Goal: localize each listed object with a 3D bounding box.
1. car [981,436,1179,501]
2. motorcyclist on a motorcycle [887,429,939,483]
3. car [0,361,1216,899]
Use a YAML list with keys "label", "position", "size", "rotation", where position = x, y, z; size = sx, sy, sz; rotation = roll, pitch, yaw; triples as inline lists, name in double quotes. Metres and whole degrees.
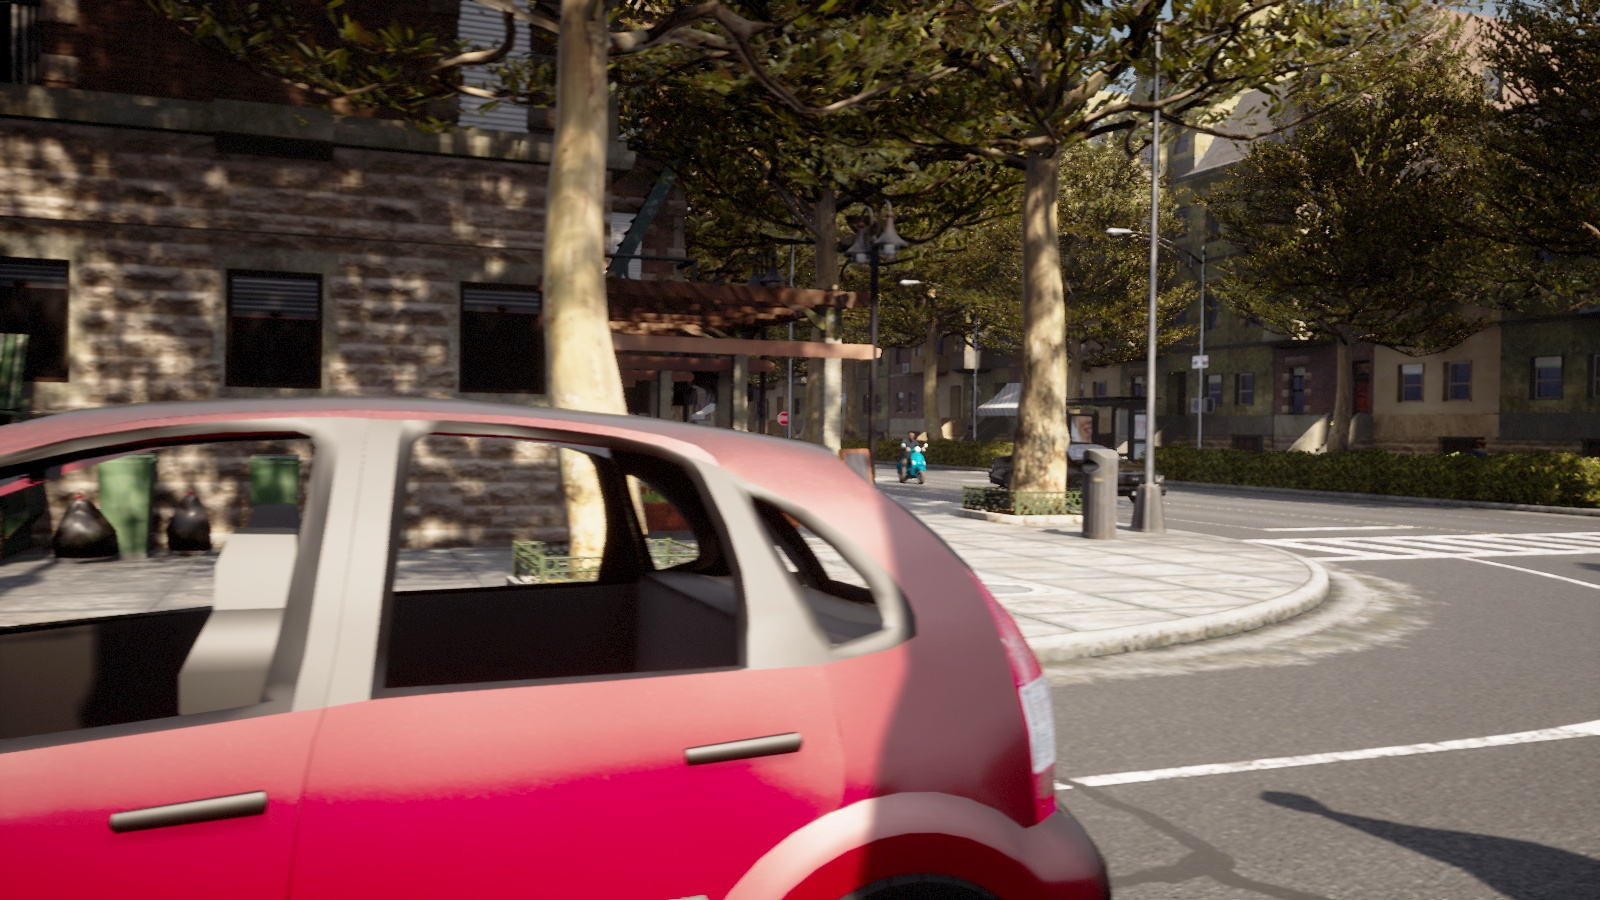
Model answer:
- label: "car"
  position: [6.534, 0.369, 30.079]
  size: [2.033, 1.411, 5.357]
  rotation: [-1, 1, -21]
- label: "motorcyclist on a motorcycle"
  position: [3.440, 0.174, 38.319]
  size: [0.866, 1.590, 1.817]
  rotation: [-1, 0, -21]
- label: "car"
  position: [-1.341, 0.668, 2.729]
  size: [3.988, 1.617, 1.851]
  rotation: [-1, 1, -21]
